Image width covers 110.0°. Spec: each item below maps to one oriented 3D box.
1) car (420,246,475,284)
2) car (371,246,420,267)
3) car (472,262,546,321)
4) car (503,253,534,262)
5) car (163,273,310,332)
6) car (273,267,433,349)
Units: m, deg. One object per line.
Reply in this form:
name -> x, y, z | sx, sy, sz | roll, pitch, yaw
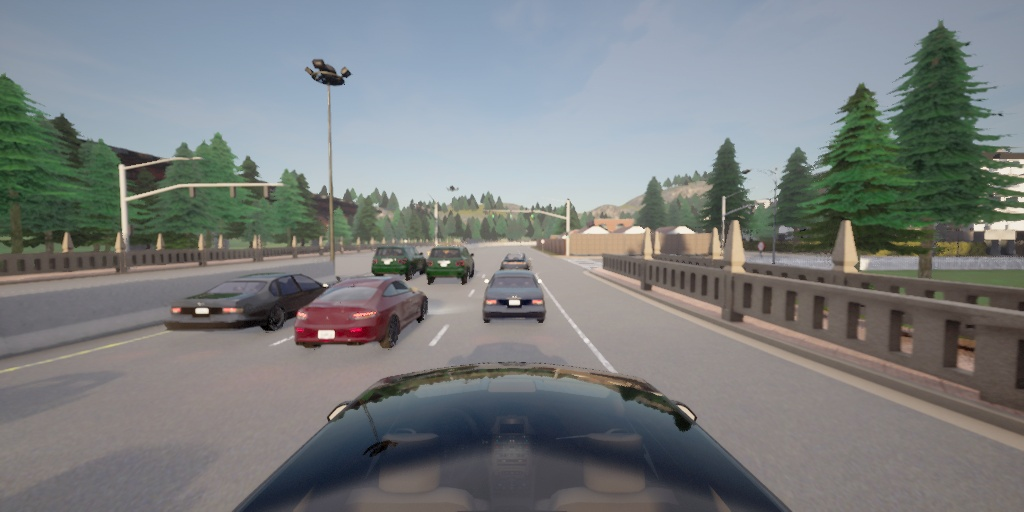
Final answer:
car -> -3.502, 0.425, 21.087 | 2.150, 2.045, 5.566 | 0, 3, 0
car -> -7.012, 0.348, 22.730 | 2.150, 2.045, 5.566 | 0, 2, -1
car -> 0.049, 1.155, 11.798 | 2.033, 1.411, 5.357 | 0, 2, 0
car -> 0.386, 0.549, 24.308 | 2.128, 1.511, 4.902 | 0, 3, 6
car -> -6.945, 1.199, 10.526 | 2.033, 1.411, 5.357 | 0, 2, 0
car -> -3.440, 1.220, 8.915 | 1.812, 1.442, 4.674 | 0, 2, 0
